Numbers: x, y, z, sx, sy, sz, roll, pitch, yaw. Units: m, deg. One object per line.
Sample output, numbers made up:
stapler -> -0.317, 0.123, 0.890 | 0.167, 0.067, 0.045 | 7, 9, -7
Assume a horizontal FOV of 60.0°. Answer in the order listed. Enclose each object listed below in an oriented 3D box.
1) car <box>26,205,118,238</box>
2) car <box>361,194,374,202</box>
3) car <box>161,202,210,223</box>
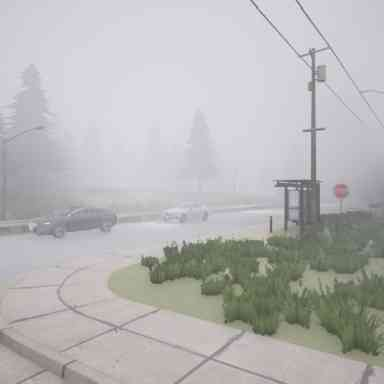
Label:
car -> -6.235, 1.491, 17.821 | 2.128, 1.511, 4.902 | 0, 0, 36
car -> 40.346, 1.355, 76.518 | 2.097, 1.767, 4.553 | 0, 0, 36
car -> -0.390, 1.525, 25.894 | 1.812, 1.442, 4.674 | 0, 0, 36
